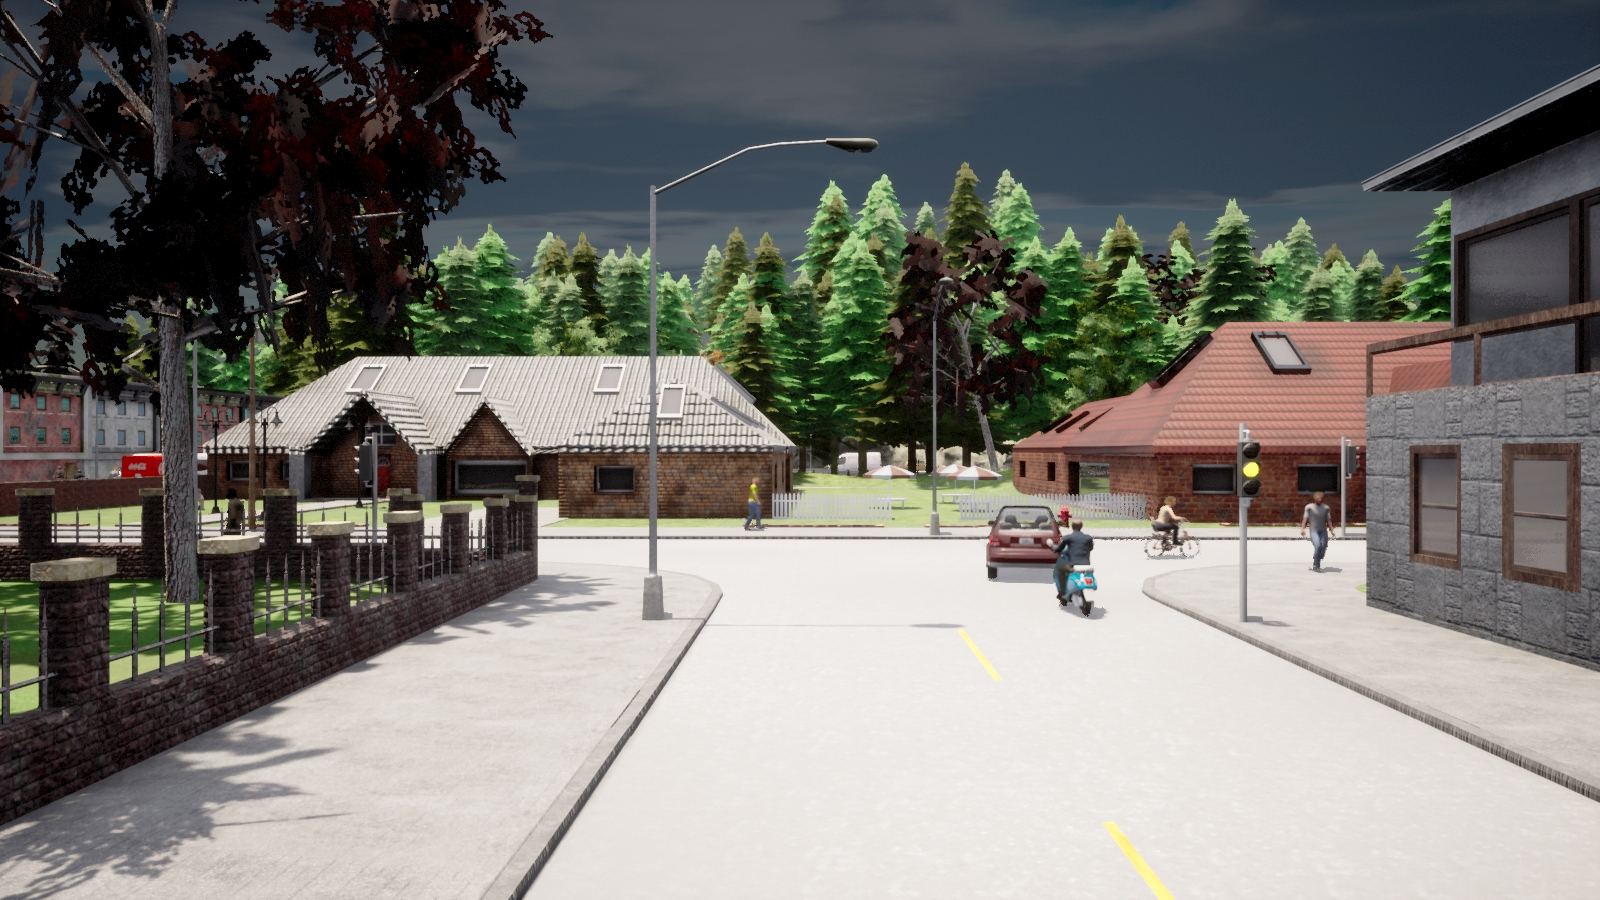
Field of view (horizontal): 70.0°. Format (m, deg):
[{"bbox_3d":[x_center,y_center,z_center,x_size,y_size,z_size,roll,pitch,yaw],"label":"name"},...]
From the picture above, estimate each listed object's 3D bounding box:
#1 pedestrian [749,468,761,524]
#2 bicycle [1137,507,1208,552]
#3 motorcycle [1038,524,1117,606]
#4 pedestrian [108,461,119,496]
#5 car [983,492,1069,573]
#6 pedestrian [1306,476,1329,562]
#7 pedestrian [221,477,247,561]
[{"bbox_3d":[-1.499,1.524,37.956,0.375,1.860,0.375,0,0,2],"label":"pedestrian"},{"bbox_3d":[9.596,2.037,29.459,1.487,1.080,0.859,1,1,-6],"label":"bicycle"},{"bbox_3d":[4.786,1.962,19.827,0.856,1.236,1.805,0,0,-3],"label":"motorcycle"},{"bbox_3d":[-37.042,1.524,61.681,0.375,1.860,0.375,0,0,3],"label":"pedestrian"},{"bbox_3d":[5.153,1.806,25.967,1.789,1.549,3.705,0,0,12],"label":"car"},{"bbox_3d":[11.415,1.518,25.196,0.375,1.860,0.375,0,0,10],"label":"pedestrian"},{"bbox_3d":[-12.544,1.523,25.341,0.375,1.860,0.375,0,0,4],"label":"pedestrian"}]
